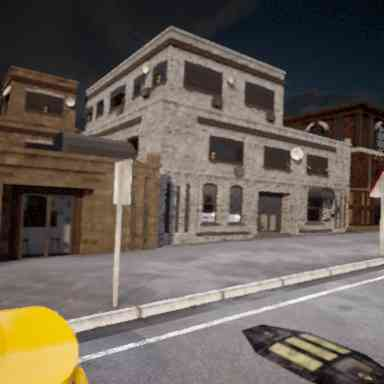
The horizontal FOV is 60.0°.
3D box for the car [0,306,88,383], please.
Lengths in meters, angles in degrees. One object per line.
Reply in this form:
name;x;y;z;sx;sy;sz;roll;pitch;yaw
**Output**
car;-3.059;1.459;1.502;5.008;1.535;1.882;1;0;-35
